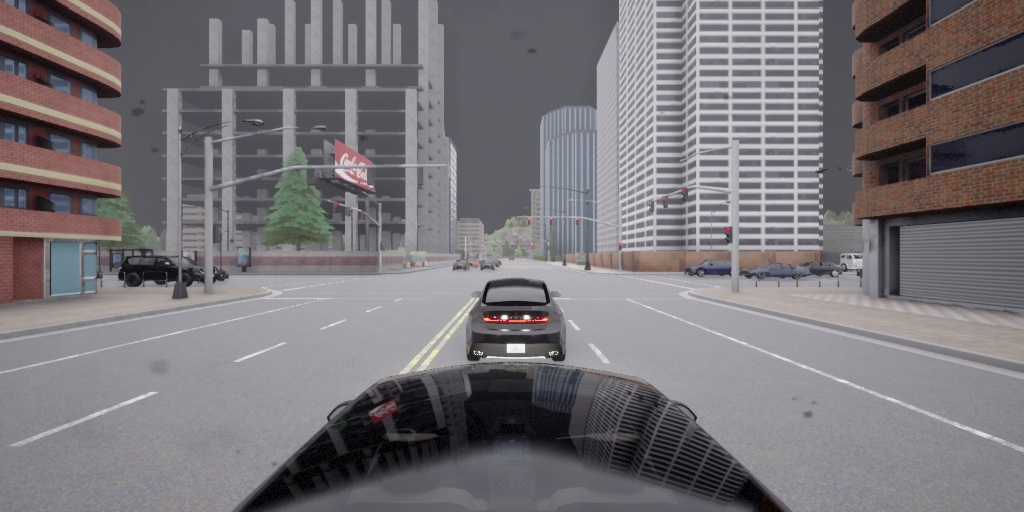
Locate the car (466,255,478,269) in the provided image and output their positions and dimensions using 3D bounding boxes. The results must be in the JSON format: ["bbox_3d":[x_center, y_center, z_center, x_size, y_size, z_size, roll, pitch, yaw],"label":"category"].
[{"bbox_3d":[-6.809,1.105,58.702,2.097,1.767,4.553,0,0,0],"label":"car"}]

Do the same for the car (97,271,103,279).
[{"bbox_3d":[-34.879,1.297,27.483,5.357,1.411,2.033,0,0,0],"label":"car"}]

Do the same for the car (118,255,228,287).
[{"bbox_3d":[-22.815,0.972,23.988,5.566,2.045,2.150,0,0,0],"label":"car"}]

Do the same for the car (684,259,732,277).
[{"bbox_3d":[19.212,1.102,34.713,4.553,1.767,2.097,0,0,0],"label":"car"}]

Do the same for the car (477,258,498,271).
[{"bbox_3d":[-3.363,1.255,50.309,1.837,1.490,4.892,0,0,0],"label":"car"}]

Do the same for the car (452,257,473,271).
[{"bbox_3d":[-6.871,1.255,48.779,1.837,1.490,4.892,0,0,0],"label":"car"}]

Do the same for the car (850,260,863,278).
[{"bbox_3d":[32.715,1.314,31.206,4.181,1.385,1.994,0,0,0],"label":"car"}]

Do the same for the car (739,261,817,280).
[{"bbox_3d":[22.803,1.297,31.215,5.357,1.411,2.033,0,0,0],"label":"car"}]

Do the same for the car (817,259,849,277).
[{"bbox_3d":[29.062,1.255,34.709,4.892,1.490,1.837,0,0,0],"label":"car"}]

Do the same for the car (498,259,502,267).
[{"bbox_3d":[-3.290,1.103,61.403,2.097,1.767,4.553,0,0,1],"label":"car"}]

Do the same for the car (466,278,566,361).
[{"bbox_3d":[0.093,1.255,8.247,1.837,1.490,4.892,0,0,1],"label":"car"}]
